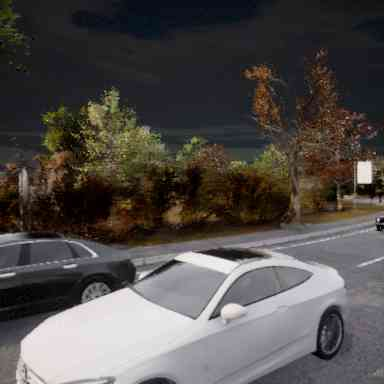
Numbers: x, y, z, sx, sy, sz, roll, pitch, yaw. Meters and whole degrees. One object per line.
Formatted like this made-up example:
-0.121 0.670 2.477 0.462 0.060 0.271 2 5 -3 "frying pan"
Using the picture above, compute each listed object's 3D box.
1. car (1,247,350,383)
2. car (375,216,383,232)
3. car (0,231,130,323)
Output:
0.316 1.540 4.403 4.674 1.442 1.812 0 0 -38 "car"
12.441 1.655 19.642 1.895 1.301 4.718 -1 -1 44 "car"
-3.402 1.530 6.013 4.892 1.490 1.837 0 0 -36 "car"
